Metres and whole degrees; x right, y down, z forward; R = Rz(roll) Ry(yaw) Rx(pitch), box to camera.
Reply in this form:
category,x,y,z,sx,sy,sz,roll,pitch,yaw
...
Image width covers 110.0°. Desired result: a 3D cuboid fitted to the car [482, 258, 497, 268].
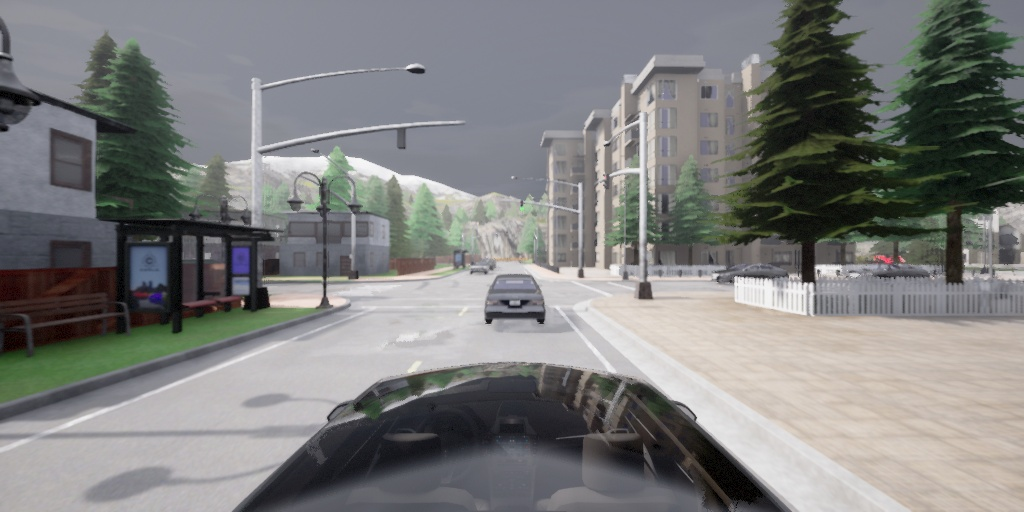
category,x,y,z,sx,sy,sz,roll,pitch,yaw
car,-3.610,1.106,49.885,2.097,1.767,4.553,0,0,0

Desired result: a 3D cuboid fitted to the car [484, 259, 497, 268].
category,x,y,z,sx,sy,sz,roll,pitch,yaw
car,-3.583,1.260,60.285,1.837,1.490,4.892,0,0,0

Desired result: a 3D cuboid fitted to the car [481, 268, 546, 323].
category,x,y,z,sx,sy,sz,roll,pitch,yaw
car,0.084,1.298,12.115,2.033,1.411,5.357,0,0,0

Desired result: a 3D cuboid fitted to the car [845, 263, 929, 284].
category,x,y,z,sx,sy,sz,roll,pitch,yaw
car,26.647,1.261,25.558,4.902,1.511,2.128,0,0,-2

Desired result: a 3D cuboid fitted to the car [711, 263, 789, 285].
category,x,y,z,sx,sy,sz,roll,pitch,yaw
car,16.679,1.260,25.268,4.902,1.511,2.128,0,0,-2

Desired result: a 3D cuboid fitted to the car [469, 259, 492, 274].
category,x,y,z,sx,sy,sz,roll,pitch,yaw
car,-3.614,1.354,40.032,1.895,1.301,4.718,0,0,0
